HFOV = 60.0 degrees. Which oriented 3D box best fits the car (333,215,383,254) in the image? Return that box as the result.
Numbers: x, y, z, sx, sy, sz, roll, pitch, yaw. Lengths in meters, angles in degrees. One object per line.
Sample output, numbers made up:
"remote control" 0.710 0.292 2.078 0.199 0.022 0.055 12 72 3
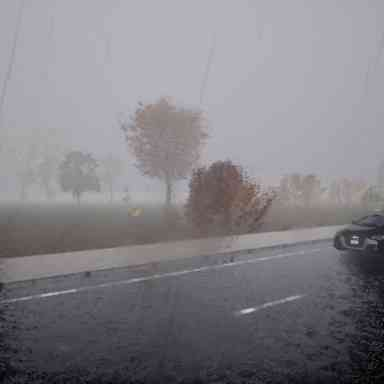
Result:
"car" 7.390 1.600 12.975 4.181 1.385 1.994 0 0 -36
